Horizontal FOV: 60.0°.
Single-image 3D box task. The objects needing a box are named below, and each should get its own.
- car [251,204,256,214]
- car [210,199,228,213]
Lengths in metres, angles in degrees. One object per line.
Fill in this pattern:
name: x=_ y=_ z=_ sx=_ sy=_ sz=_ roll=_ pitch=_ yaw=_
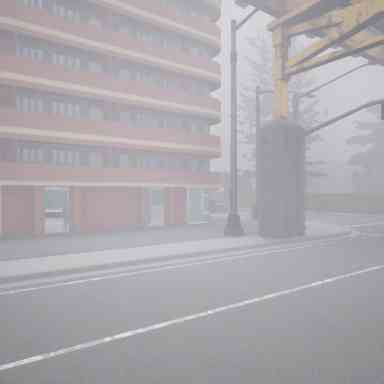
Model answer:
car: x=7.367 y=1.478 z=29.208 sx=1.882 sy=1.535 sz=5.008 roll=0 pitch=0 yaw=-35
car: x=1.972 y=1.526 z=36.878 sx=1.812 sy=1.442 sz=4.674 roll=0 pitch=0 yaw=-35
